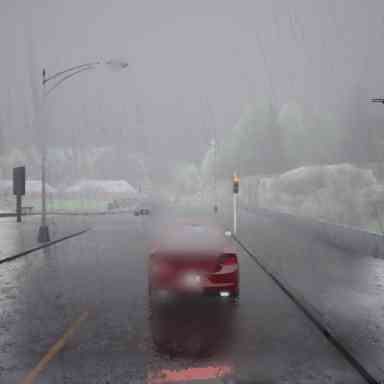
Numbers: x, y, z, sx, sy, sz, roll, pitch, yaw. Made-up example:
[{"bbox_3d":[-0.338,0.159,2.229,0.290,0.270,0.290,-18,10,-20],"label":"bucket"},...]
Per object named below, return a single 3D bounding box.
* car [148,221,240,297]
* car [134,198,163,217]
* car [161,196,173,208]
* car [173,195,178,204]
[{"bbox_3d":[0.052,1.478,8.630,1.882,1.535,5.008,0,0,0],"label":"car"},{"bbox_3d":[-4.127,1.564,30.830,1.994,1.385,4.181,0,0,0],"label":"car"},{"bbox_3d":[-4.138,1.564,46.431,1.994,1.385,4.181,0,0,0],"label":"car"},{"bbox_3d":[-4.120,1.526,61.726,1.812,1.442,4.674,0,0,0],"label":"car"}]
